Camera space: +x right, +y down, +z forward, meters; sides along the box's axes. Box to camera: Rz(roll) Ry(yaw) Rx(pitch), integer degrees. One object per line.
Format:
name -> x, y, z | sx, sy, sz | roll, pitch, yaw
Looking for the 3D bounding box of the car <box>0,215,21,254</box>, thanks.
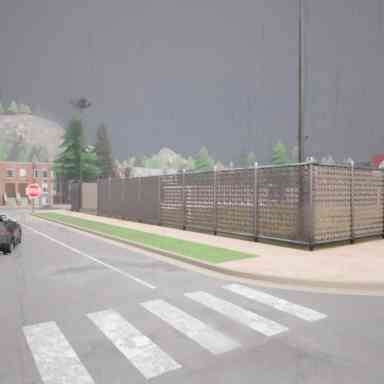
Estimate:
car -> -7.898, 1.557, 12.931 | 1.994, 1.385, 4.181 | 0, 0, -23
